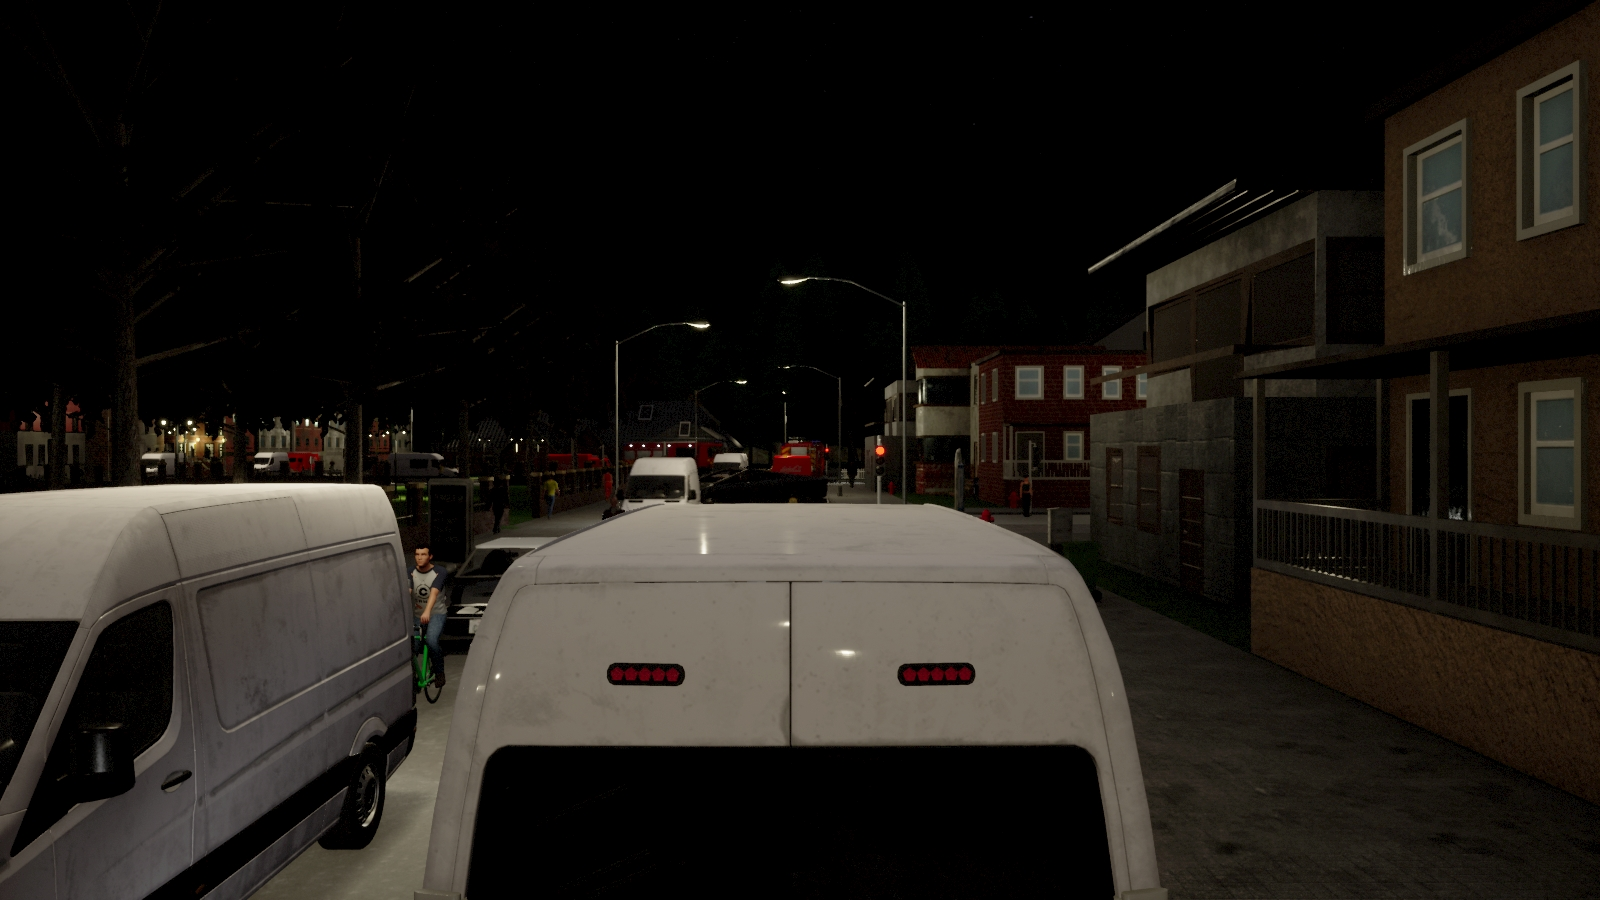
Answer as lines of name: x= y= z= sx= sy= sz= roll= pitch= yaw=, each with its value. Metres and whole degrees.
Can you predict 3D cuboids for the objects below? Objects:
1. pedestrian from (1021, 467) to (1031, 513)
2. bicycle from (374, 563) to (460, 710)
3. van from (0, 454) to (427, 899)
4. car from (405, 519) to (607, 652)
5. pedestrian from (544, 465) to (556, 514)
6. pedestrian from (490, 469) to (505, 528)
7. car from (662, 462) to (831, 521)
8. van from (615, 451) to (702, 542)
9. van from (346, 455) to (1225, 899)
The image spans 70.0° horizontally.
pedestrian: x=9.276 y=1.629 z=46.846 sx=0.375 sy=1.860 sz=0.375 roll=0 pitch=0 yaw=4
bicycle: x=-4.053 y=1.936 z=12.189 sx=0.373 sy=1.296 sz=1.643 roll=0 pitch=0 yaw=0
van: x=-4.032 y=1.314 z=6.374 sx=1.988 sy=2.561 sz=5.915 roll=0 pitch=0 yaw=0
car: x=-4.090 y=1.845 z=16.538 sx=1.970 sy=1.475 sz=3.806 roll=0 pitch=0 yaw=0
pedestrian: x=-9.657 y=1.526 z=44.177 sx=0.375 sy=1.860 sz=0.375 roll=0 pitch=0 yaw=0
pedestrian: x=-9.594 y=1.525 z=36.250 sx=0.375 sy=1.860 sz=0.375 roll=0 pitch=0 yaw=0
car: x=-2.027 y=1.534 z=44.339 sx=6.274 sy=2.098 sz=2.390 roll=0 pitch=0 yaw=-36
van: x=-4.237 y=1.314 z=35.176 sx=1.988 sy=2.561 sz=5.915 roll=0 pitch=0 yaw=0
van: x=-0.041 y=1.314 z=5.541 sx=1.988 sy=2.561 sz=5.915 roll=0 pitch=0 yaw=0
